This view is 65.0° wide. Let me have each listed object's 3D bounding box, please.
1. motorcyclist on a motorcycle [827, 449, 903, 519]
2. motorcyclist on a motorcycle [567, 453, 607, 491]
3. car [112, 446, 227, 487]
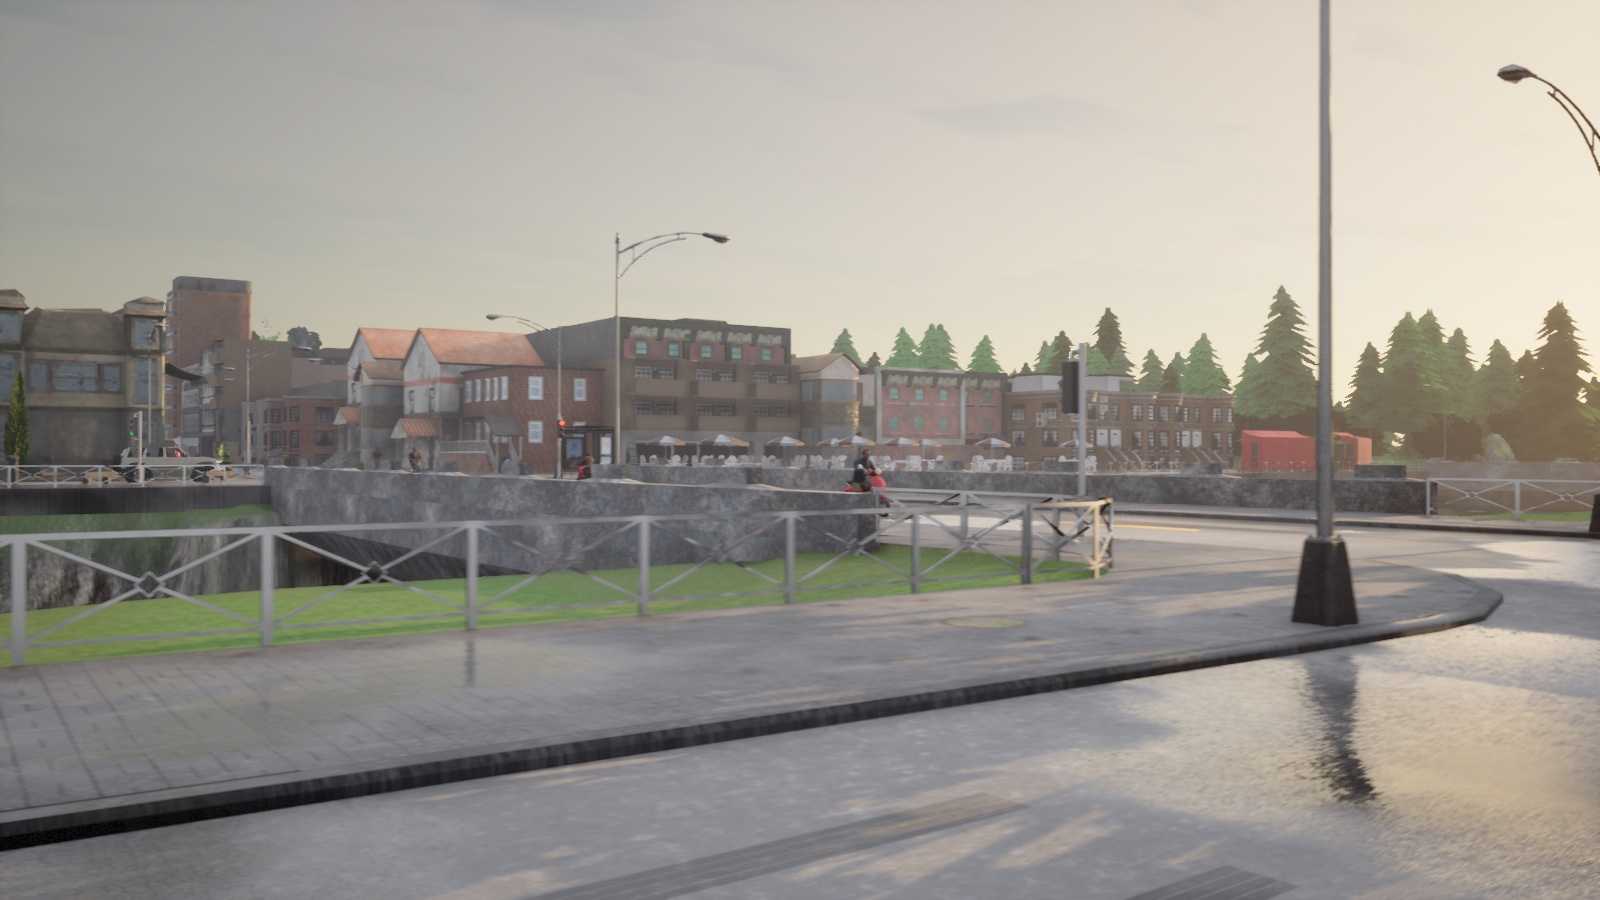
[{"bbox_3d":[1.505,0.768,29.581,0.866,1.590,1.817,0,0,-34],"label":"motorcyclist on a motorcycle"},{"bbox_3d":[-8.682,0.871,51.133,0.797,1.523,2.044,0,0,-34],"label":"motorcyclist on a motorcycle"},{"bbox_3d":[-29.555,0.768,58.886,4.605,1.855,1.932,0,0,-35],"label":"car"}]
